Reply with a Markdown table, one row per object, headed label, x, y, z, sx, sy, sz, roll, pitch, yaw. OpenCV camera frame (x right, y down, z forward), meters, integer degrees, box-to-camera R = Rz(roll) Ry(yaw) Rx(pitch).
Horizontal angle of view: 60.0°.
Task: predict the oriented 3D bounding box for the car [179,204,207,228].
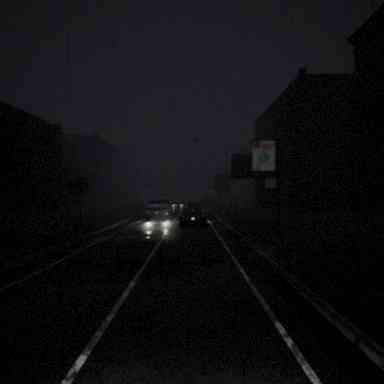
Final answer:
| label | x | y | z | sx | sy | sz | roll | pitch | yaw |
| --- | --- | --- | --- | --- | --- | --- | --- | --- | --- |
| car | 0.063 | 1.797 | 24.536 | 1.994 | 1.385 | 4.181 | 0 | 0 | 0 |

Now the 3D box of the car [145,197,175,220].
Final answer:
| label | x | y | z | sx | sy | sz | roll | pitch | yaw |
| --- | --- | --- | --- | --- | --- | --- | --- | --- | --- |
| car | -3.146 | 1.519 | 32.359 | 2.150 | 2.045 | 5.566 | 0 | 0 | 0 |

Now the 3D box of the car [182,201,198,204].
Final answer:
| label | x | y | z | sx | sy | sz | roll | pitch | yaw |
| --- | --- | --- | --- | --- | --- | --- | --- | --- | --- |
| car | 0.037 | 1.869 | 41.559 | 1.837 | 1.490 | 4.892 | 0 | -1 | 0 |

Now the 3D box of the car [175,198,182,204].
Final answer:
| label | x | y | z | sx | sy | sz | roll | pitch | yaw |
| --- | --- | --- | --- | --- | --- | --- | --- | --- | --- |
| car | -3.111 | 2.010 | 74.035 | 1.812 | 1.442 | 4.674 | 0 | 0 | 0 |
